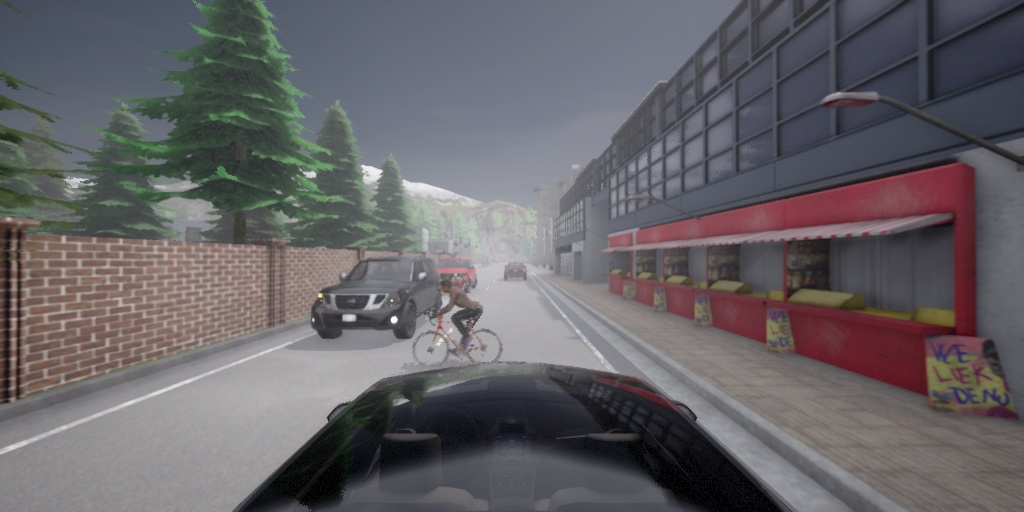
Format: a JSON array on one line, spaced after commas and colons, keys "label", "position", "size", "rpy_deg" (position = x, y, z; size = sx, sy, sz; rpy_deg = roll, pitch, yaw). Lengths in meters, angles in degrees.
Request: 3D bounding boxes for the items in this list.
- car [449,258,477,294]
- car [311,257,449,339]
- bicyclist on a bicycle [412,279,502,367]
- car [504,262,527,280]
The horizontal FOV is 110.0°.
[{"label": "car", "position": [-3.455, 1.110, 21.967], "size": [2.150, 2.045, 5.566], "rpy_deg": [0, 0, 1]}, {"label": "car", "position": [-3.544, 1.034, 10.638], "size": [2.150, 2.045, 5.566], "rpy_deg": [0, -1, 1]}, {"label": "bicyclist on a bicycle", "position": [-1.019, 1.235, 6.561], "size": [1.656, 1.620, 0.582], "rpy_deg": [-2, 0, 0]}, {"label": "car", "position": [0.320, 1.321, 33.912], "size": [2.097, 1.767, 4.553], "rpy_deg": [0, 0, 1]}]
